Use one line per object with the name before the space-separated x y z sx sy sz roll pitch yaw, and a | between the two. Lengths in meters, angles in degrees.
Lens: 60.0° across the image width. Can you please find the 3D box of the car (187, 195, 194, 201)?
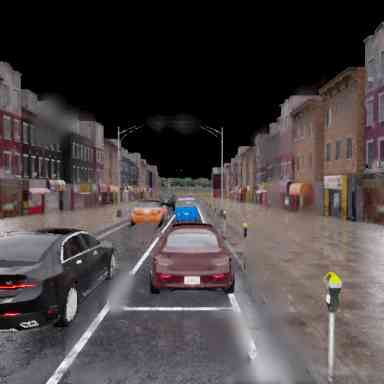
car | -0.391 1.543 86.399 1.947 1.339 4.313 -1 0 0

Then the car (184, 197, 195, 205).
car | -0.393 1.563 58.737 1.802 1.307 4.206 -1 0 0

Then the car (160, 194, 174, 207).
car | -3.005 1.207 41.397 2.150 2.045 5.566 0 0 0

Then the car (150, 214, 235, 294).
car | 0.004 1.522 8.652 1.812 1.442 4.674 0 0 0

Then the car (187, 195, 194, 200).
car | -0.391 1.543 91.932 1.947 1.339 4.313 -1 0 0

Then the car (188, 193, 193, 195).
car | -0.401 1.302 36.607 2.192 1.841 5.009 -1 0 0

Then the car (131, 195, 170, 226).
car | -2.919 1.343 23.511 2.097 1.767 4.553 0 0 0

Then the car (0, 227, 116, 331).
car | -2.920 1.502 6.959 1.837 1.490 4.892 0 0 0

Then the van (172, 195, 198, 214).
van | -0.401 1.332 25.542 1.690 1.788 3.998 -1 0 0
